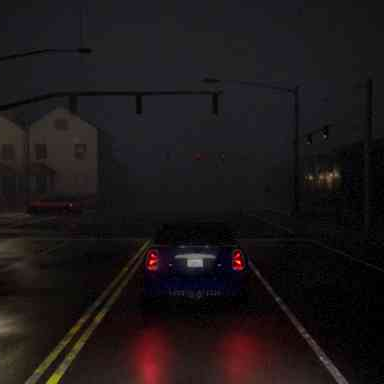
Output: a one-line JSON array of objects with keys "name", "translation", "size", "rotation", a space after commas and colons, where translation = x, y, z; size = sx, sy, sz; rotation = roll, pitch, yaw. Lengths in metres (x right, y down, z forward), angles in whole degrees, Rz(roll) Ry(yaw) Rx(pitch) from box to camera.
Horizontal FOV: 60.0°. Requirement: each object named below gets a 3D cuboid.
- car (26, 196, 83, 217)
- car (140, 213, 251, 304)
[{"name": "car", "translation": [-11.795, 1.140, 28.550], "size": [4.553, 1.767, 2.097], "rotation": [0, 1, 11]}, {"name": "car", "translation": [0.078, 1.291, 8.157], "size": [2.097, 1.767, 4.553], "rotation": [0, 0, 0]}]
